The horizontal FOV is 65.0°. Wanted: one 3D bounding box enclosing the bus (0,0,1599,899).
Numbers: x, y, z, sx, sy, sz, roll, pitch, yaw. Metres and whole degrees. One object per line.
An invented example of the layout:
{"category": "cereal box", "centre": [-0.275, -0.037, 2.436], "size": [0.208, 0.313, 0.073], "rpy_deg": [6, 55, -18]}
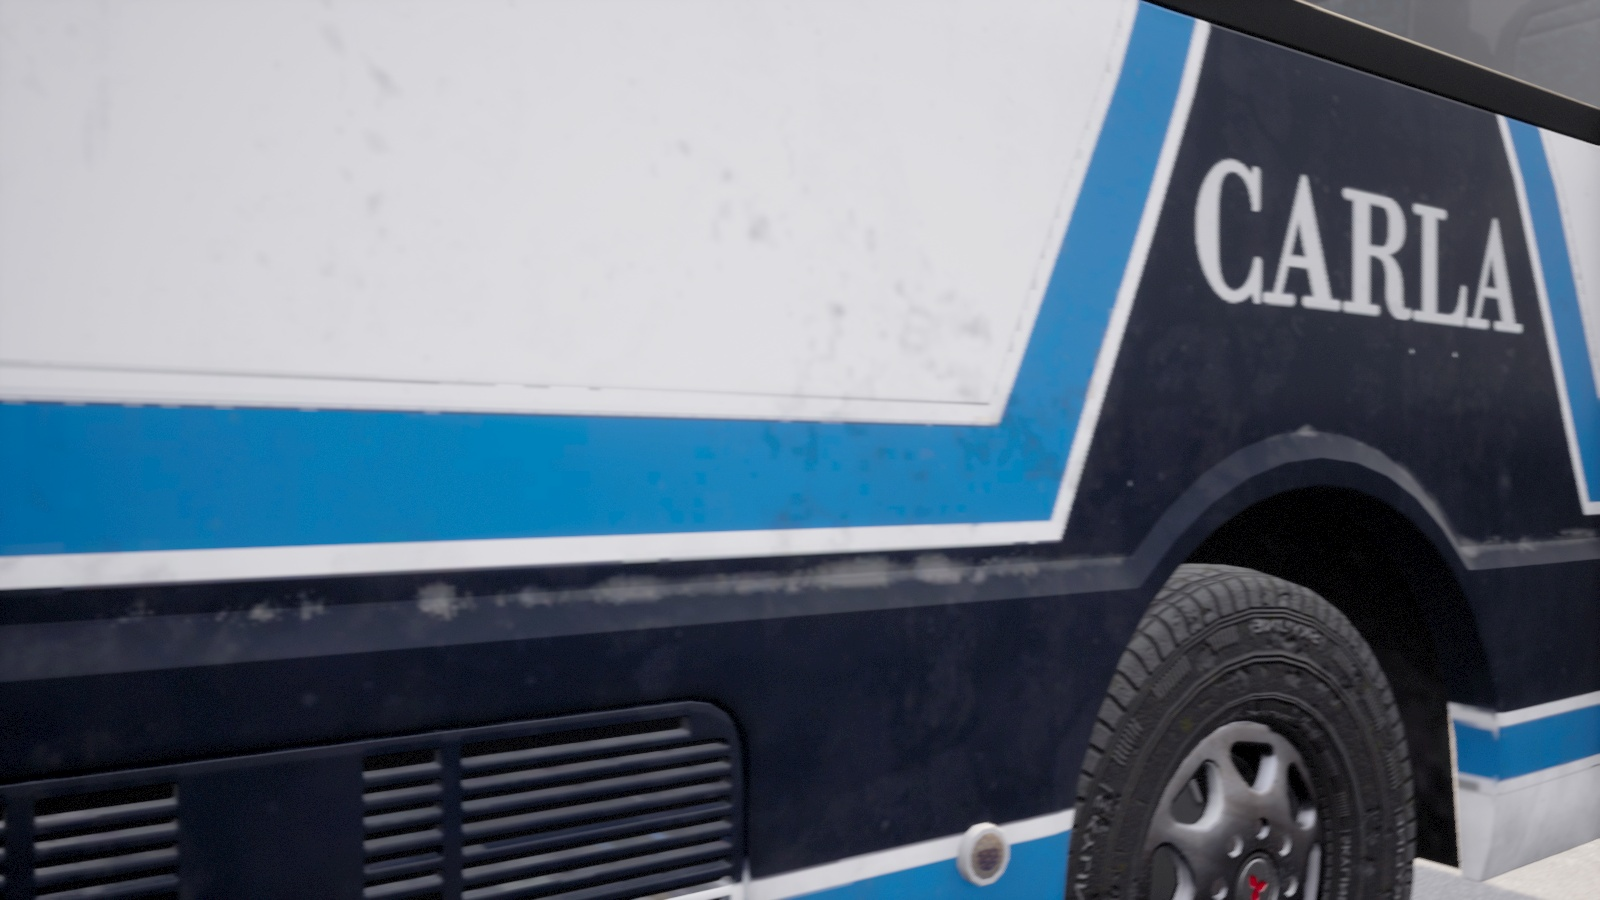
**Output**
{"category": "bus", "centre": [-2.117, -0.622, 2.191], "size": [10.273, 4.253, 3.944], "rpy_deg": [0, 0, -35]}
